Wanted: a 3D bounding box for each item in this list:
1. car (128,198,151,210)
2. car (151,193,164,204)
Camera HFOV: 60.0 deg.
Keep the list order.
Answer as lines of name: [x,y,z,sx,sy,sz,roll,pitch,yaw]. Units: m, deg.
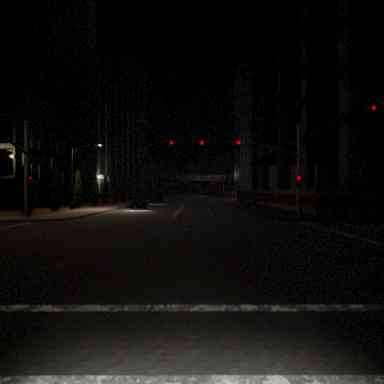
car: [-6.828,1.545,42.484,1.994,1.385,4.181,0,0,0]
car: [-6.746,1.199,64.506,2.150,2.045,5.566,0,0,0]
